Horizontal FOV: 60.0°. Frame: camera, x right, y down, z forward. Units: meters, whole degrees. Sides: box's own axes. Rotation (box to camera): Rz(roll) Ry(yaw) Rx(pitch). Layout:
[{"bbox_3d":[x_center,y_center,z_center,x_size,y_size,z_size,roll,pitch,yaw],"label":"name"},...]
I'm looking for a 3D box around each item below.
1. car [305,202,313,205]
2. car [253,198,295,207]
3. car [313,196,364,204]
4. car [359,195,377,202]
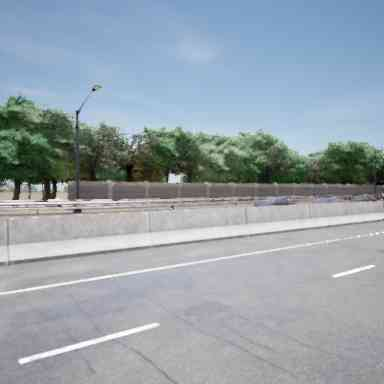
[{"bbox_3d":[14.288,1.330,35.646,5.357,1.411,2.033,0,0,-35],"label":"car"},{"bbox_3d":[9.051,1.356,36.216,5.357,1.411,2.033,-1,0,-35],"label":"car"},{"bbox_3d":[13.607,1.369,30.867,4.181,1.385,1.994,0,0,-35],"label":"car"},{"bbox_3d":[24.271,1.189,47.073,4.892,1.490,1.837,0,0,-35],"label":"car"}]
